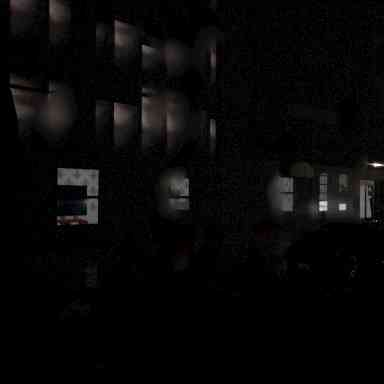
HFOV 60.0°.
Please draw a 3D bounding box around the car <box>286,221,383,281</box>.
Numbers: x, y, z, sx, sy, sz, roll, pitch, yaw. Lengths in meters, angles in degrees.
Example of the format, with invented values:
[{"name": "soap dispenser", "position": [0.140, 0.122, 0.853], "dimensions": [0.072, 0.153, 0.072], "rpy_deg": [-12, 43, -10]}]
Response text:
[{"name": "car", "position": [4.689, 1.568, 9.896], "dimensions": [4.313, 1.339, 1.947], "rpy_deg": [0, 0, -35]}]
